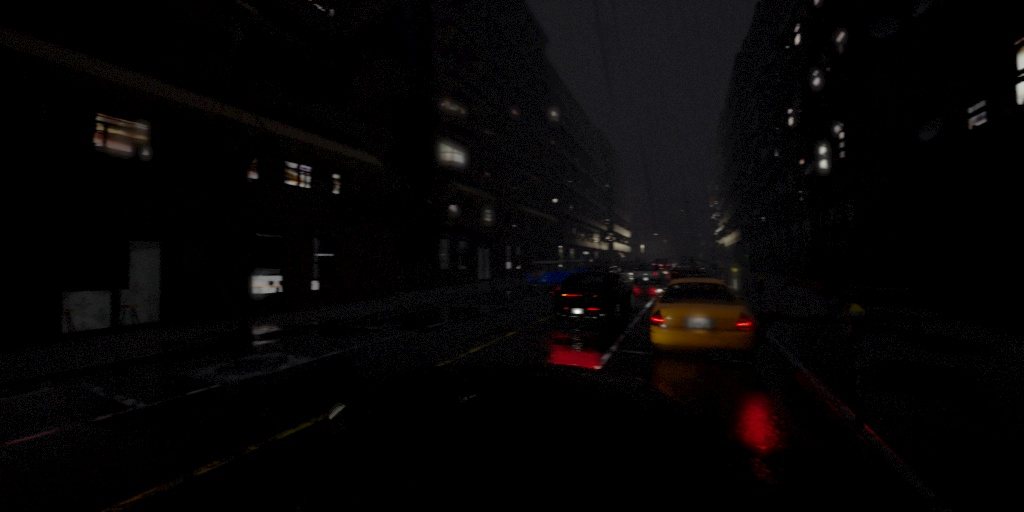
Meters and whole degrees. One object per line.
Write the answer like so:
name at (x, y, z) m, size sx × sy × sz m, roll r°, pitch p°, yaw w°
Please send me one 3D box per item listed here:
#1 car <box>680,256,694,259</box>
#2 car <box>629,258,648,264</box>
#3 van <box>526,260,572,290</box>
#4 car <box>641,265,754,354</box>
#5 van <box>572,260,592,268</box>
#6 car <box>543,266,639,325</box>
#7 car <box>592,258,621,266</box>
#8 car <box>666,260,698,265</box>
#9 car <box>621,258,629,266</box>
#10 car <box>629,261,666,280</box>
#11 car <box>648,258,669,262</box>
car at (16.693, 1.069, 34.320) m, size 1.967 × 1.591 × 4.097 m, roll 0°, pitch 0°, yaw 26°
car at (15.649, 1.304, 44.261) m, size 1.994 × 1.385 × 4.181 m, roll -2°, pitch -1°, yaw 27°
van at (2.286, 1.196, 23.010) m, size 1.690 × 1.789 × 3.998 m, roll 0°, pitch 0°, yaw 26°
car at (4.450, 1.155, 8.642) m, size 1.801 × 1.575 × 5.366 m, roll -2°, pitch 0°, yaw 26°
van at (4.742, 1.181, 27.967) m, size 1.690 × 1.789 × 3.998 m, roll 0°, pitch 0°, yaw 26°
car at (2.878, 1.263, 12.052) m, size 1.837 × 1.490 × 4.892 m, roll -2°, pitch -1°, yaw 26°
car at (9.653, 1.131, 37.877) m, size 2.192 × 1.841 × 5.009 m, roll 0°, pitch 0°, yaw 26°
car at (11.775, 1.200, 24.412) m, size 1.888 × 1.381 × 4.507 m, roll 0°, pitch 0°, yaw 26°
car at (12.108, 1.120, 42.831) m, size 2.192 × 1.841 × 5.009 m, roll 0°, pitch 0°, yaw 26°
car at (10.365, 1.309, 27.157) m, size 1.895 × 1.301 × 4.718 m, roll -2°, pitch -1°, yaw 26°
car at (17.502, 1.029, 41.796) m, size 2.097 × 1.767 × 4.553 m, roll -2°, pitch -1°, yaw 26°
